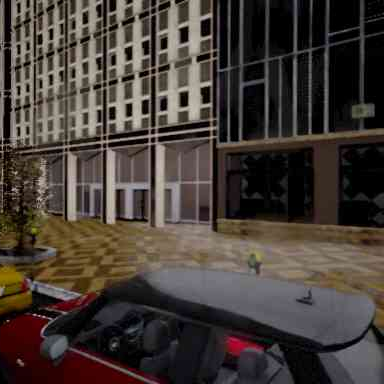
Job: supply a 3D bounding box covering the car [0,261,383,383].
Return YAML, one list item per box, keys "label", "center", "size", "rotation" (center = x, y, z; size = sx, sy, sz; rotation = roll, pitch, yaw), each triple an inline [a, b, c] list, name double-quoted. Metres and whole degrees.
- label: "car"
  center: [-0.246, 1.448, 3.042]
  size: [4.097, 1.590, 1.967]
  rotation: [0, 0, 36]
